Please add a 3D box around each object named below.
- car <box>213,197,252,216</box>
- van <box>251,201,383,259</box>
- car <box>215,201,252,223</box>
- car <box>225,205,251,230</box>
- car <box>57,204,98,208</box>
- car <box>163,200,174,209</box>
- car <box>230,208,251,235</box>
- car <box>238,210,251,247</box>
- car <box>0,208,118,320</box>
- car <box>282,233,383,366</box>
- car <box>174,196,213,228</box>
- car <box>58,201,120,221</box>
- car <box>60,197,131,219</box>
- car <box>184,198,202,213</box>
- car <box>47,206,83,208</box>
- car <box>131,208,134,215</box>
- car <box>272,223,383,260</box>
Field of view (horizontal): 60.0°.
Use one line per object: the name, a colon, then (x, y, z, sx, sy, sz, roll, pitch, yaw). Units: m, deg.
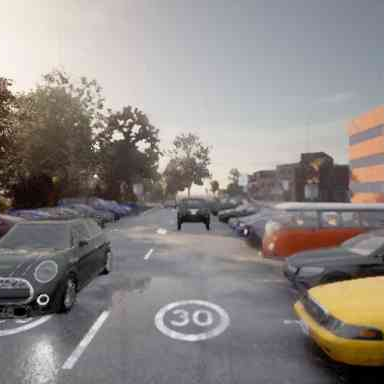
car: (4.442, 1.438, 30.023, 5.566, 2.045, 2.435, 0, 0, 0)
van: (4.298, 1.330, 10.242, 4.442, 1.987, 1.878, 0, 0, 0)
car: (4.419, 1.655, 24.369, 5.008, 1.535, 2.097, 0, 0, 0)
car: (4.417, 1.657, 18.718, 4.674, 1.452, 2.002, 0, 0, 0)
car: (-8.151, 1.617, 18.637, 4.892, 1.521, 2.231, 0, 0, 0)
car: (-3.254, 1.848, 50.156, 2.033, 1.411, 5.357, 0, 0, 0)
car: (4.411, 1.637, 15.892, 4.674, 1.452, 2.002, 0, 0, 0)
car: (4.443, 1.606, 13.066, 4.792, 1.488, 2.163, 0, 0, 0)
car: (-3.351, 1.409, 7.725, 2.097, 1.767, 4.553, 0, 0, 0)
car: (4.229, 1.511, 4.590, 5.366, 1.575, 1.946, 0, 0, 0)
car: (0.092, 1.393, 23.493, 2.150, 2.045, 5.566, 0, 0, 0)
car: (-8.166, 1.656, 24.283, 4.892, 1.521, 2.231, 0, 0, 0)
car: (-8.132, 1.420, 26.985, 5.566, 2.045, 2.435, 0, 0, 0)
car: (0.097, 1.620, 42.270, 2.097, 1.767, 4.553, 0, 0, 0)
car: (-8.149, 1.596, 15.813, 5.008, 1.535, 2.097, 0, 0, 0)
car: (-8.097, 1.572, 32.764, 4.553, 1.767, 2.185, 0, -1, 0)
car: (4.417, 1.575, 7.415, 4.674, 1.452, 2.002, 0, 0, 0)
